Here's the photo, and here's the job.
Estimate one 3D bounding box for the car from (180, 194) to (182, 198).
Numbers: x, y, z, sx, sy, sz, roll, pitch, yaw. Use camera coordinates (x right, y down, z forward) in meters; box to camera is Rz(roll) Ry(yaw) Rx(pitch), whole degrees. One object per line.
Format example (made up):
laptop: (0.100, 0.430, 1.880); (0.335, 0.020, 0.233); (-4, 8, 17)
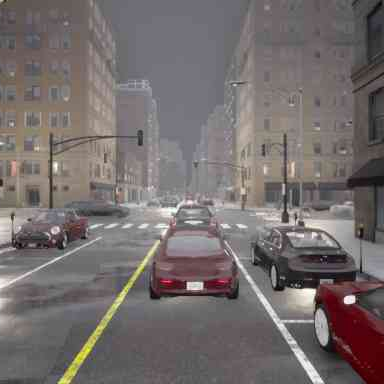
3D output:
car: (-3.420, 1.605, 67.280); (1.812, 1.442, 4.674); (0, 0, 0)

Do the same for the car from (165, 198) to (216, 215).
car: (0.068, 1.358, 15.603); (2.097, 1.767, 4.553); (0, 0, 0)

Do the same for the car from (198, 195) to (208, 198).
car: (2.440, 1.591, 52.687); (1.887, 1.381, 4.507); (0, 0, -1)

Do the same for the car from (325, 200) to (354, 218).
car: (15.082, 1.595, 30.469); (4.674, 1.442, 1.812); (0, 0, 0)

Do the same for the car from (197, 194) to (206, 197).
car: (2.313, 1.596, 63.871); (1.752, 1.417, 4.829); (0, 0, -1)

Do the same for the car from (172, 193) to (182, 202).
car: (-3.518, 1.337, 77.811); (2.150, 2.045, 5.566); (0, 0, -1)

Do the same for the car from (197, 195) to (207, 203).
car: (2.189, 1.542, 74.715); (1.967, 1.590, 4.097); (0, 0, -1)

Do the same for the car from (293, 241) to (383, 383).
car: (2.669, 1.545, 3.270); (1.887, 1.381, 4.507); (0, 0, 0)

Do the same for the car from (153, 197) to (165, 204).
car: (-6.210, 1.614, 63.610); (1.887, 1.381, 4.507); (0, 0, -1)

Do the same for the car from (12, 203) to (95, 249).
car: (-5.877, 1.445, 14.233); (1.967, 1.590, 4.097); (0, 0, 0)

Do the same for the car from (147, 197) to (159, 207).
car: (-6.085, 1.596, 52.594); (2.008, 1.369, 4.403); (0, 0, -1)

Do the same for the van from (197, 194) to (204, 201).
van: (2.065, 1.482, 85.729); (1.690, 1.788, 3.998); (0, 0, -1)

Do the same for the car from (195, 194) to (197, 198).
car: (2.253, 1.400, 69.208); (2.192, 1.841, 5.009); (0, 0, -1)

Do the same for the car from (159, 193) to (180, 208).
car: (-3.263, 1.391, 48.479); (2.097, 1.767, 4.553); (0, 0, -1)

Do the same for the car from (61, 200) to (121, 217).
car: (-9.086, 1.469, 30.283); (4.892, 1.490, 1.837); (0, 0, 0)

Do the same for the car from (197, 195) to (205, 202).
car: (2.127, 1.560, 80.221); (1.967, 1.590, 4.097); (0, 0, -1)

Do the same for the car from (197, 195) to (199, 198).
car: (2.377, 1.623, 58.194); (1.947, 1.339, 4.313); (0, 0, -1)

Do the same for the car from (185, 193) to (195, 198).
car: (-0.535, 1.342, 79.415); (2.150, 2.045, 5.566); (0, 0, -1)

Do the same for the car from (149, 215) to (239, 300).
car: (0.020, 1.528, 8.299); (1.812, 1.442, 4.674); (0, 0, -1)

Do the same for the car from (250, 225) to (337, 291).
car: (2.658, 1.554, 8.761); (2.008, 1.369, 4.403); (0, 0, 0)

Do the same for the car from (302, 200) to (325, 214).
car: (14.640, 1.648, 37.173); (4.674, 1.442, 1.812); (0, 0, 1)

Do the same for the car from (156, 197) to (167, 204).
car: (-6.273, 1.666, 69.117); (1.802, 1.307, 4.206); (0, 0, -1)

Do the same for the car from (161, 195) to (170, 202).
car: (-6.398, 1.560, 80.133); (1.967, 1.590, 4.097); (0, 0, -1)

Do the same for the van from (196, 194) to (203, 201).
van: (2.002, 1.505, 91.236); (1.690, 1.788, 3.998); (0, 0, -1)

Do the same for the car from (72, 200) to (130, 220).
car: (-7.380, 1.470, 27.046); (4.674, 1.442, 1.812); (0, 0, 0)

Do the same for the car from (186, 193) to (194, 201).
car: (-0.658, 1.384, 90.133); (2.150, 2.045, 5.566); (0, 0, -1)
